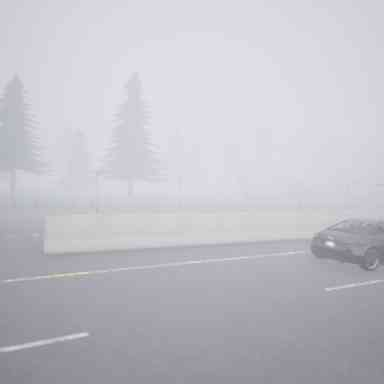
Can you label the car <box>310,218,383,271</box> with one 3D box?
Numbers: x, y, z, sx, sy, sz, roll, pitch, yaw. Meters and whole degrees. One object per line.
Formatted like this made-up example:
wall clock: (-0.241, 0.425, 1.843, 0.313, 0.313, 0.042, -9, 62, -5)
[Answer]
car: (5.909, 1.543, 10.762, 4.181, 1.385, 1.994, 1, 1, -26)
